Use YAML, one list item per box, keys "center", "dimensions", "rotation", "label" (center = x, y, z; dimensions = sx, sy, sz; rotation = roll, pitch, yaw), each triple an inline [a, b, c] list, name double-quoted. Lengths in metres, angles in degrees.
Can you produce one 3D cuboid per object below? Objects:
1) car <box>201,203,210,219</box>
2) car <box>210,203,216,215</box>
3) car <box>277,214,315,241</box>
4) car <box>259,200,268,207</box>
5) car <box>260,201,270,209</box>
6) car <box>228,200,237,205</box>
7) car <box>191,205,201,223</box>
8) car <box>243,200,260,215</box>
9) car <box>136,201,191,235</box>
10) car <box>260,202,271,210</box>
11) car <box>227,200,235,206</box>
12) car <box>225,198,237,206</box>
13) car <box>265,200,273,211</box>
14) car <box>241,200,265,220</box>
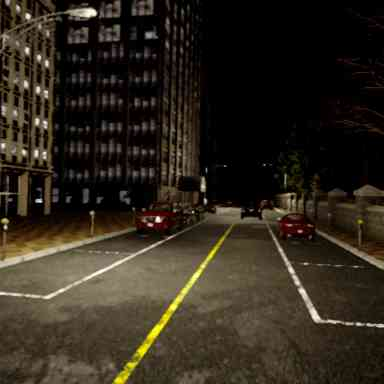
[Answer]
- center: [0.162, 1.919, 31.478]
  dimensions: [2.008, 1.369, 4.403]
  rotation: [1, -1, 10]
  label: "car"
- center: [2.118, 2.058, 42.184]
  dimensions: [1.752, 1.417, 4.829]
  rotation: [1, -1, 10]
  label: "car"
- center: [5.925, 1.906, 19.186]
  dimensions: [1.887, 1.381, 4.507]
  rotation: [1, -1, 10]
  label: "car"
- center: [16.854, 2.710, 78.992]
  dimensions: [1.967, 1.590, 4.097]
  rotation: [1, -1, 10]
  label: "car"
- center: [14.896, 2.637, 68.285]
  dimensions: [1.752, 1.417, 4.829]
  rotation: [1, -1, 10]
  label: "car"
- center: [11.089, 2.817, 91.283]
  dimensions: [2.008, 1.369, 4.403]
  rotation: [1, -1, 10]
  label: "car"
- center: [-0.832, 1.835, 26.041]
  dimensions: [2.008, 1.369, 4.403]
  rotation: [1, -1, 10]
  label: "car"
- center: [7.988, 2.046, 44.703]
  dimensions: [2.097, 1.767, 4.553]
  rotation: [1, -1, 11]
  label: "car"
- center: [-1.820, 1.514, 20.607]
  dimensions: [2.192, 1.841, 5.009]
  rotation: [1, -1, 10]
  label: "car"
- center: [13.871, 2.609, 62.680]
  dimensions: [1.802, 1.307, 4.206]
  rotation: [1, -1, 10]
  label: "car"
- center: [10.095, 2.753, 85.847]
  dimensions: [1.947, 1.339, 4.313]
  rotation: [1, -1, 10]
  label: "car"
- center: [9.107, 2.423, 80.412]
  dimensions: [2.192, 1.841, 5.009]
  rotation: [1, -1, 10]
  label: "car"
- center: [12.883, 2.260, 57.246]
  dimensions: [2.192, 1.841, 5.009]
  rotation: [1, -1, 10]
  label: "car"
- center: [6.209, 1.895, 34.675]
  dimensions: [2.097, 1.767, 4.553]
  rotation: [1, -1, 11]
  label: "car"
